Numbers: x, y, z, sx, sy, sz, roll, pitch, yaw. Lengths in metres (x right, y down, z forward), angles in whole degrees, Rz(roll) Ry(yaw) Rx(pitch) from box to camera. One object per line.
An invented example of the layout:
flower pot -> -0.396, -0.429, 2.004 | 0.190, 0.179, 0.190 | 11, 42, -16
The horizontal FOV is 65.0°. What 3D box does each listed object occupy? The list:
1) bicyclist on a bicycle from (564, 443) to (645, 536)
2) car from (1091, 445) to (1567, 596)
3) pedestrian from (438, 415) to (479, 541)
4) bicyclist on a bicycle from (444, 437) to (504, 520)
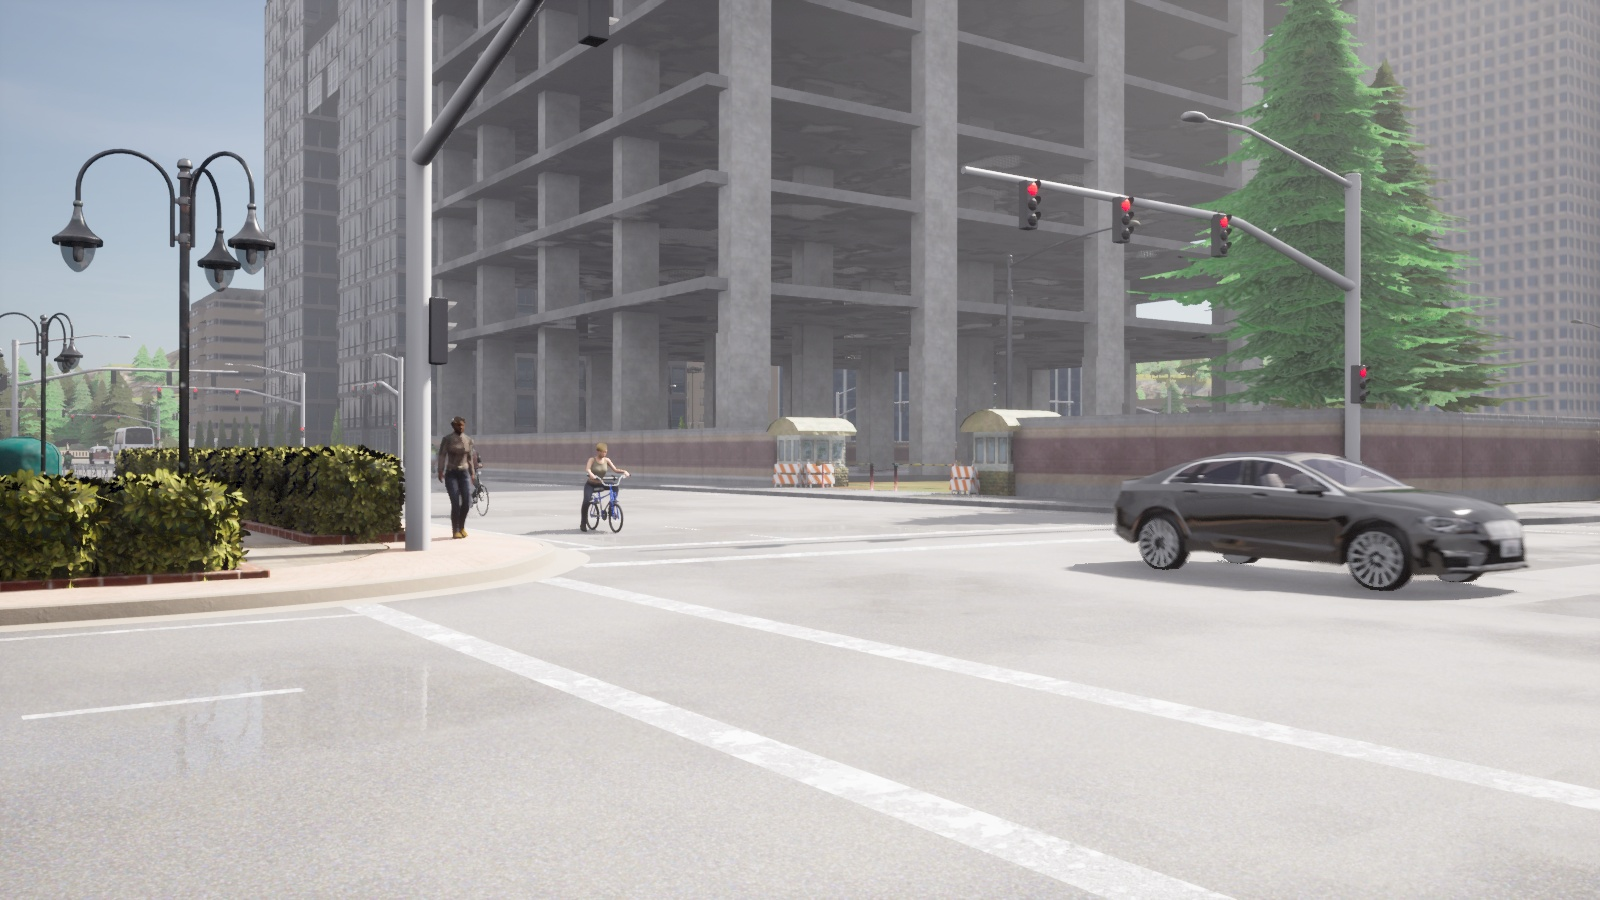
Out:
bicyclist on a bicycle -> -3.550, 0.689, 22.760 | 0.866, 1.612, 1.509 | 0, 0, -35
car -> 6.115, 0.712, 15.148 | 2.128, 1.511, 4.902 | 0, 0, -35
pedestrian -> -4.988, 0.399, 18.333 | 0.328, 1.805, 0.869 | 0, 0, -32
bicyclist on a bicycle -> -7.287, 0.642, 28.036 | 0.659, 1.776, 1.843 | 0, -2, -35
